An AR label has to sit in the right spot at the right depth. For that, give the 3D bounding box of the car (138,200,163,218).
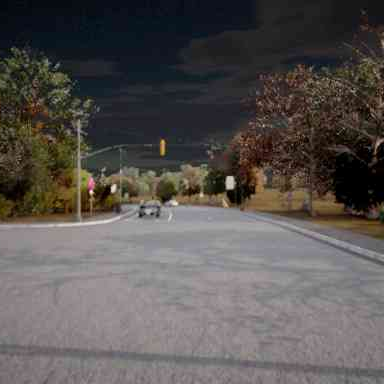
[{"bbox_3d":[-3.986,1.617,31.718,2.128,1.511,4.902,0,-1,-3],"label":"car"}]

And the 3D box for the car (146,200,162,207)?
[{"bbox_3d":[-8.299,2.478,72.392,1.882,1.535,5.008,0,-1,-25],"label":"car"}]

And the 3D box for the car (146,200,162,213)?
[{"bbox_3d":[-4.756,1.766,42.023,1.882,1.535,5.008,0,-1,-7],"label":"car"}]

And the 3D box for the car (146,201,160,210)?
[{"bbox_3d":[-6.279,2.102,52.847,1.994,1.385,4.181,0,-1,-9],"label":"car"}]

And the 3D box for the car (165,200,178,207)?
[{"bbox_3d":[-4.430,2.489,72.192,1.812,1.442,4.674,0,-1,-22],"label":"car"}]
